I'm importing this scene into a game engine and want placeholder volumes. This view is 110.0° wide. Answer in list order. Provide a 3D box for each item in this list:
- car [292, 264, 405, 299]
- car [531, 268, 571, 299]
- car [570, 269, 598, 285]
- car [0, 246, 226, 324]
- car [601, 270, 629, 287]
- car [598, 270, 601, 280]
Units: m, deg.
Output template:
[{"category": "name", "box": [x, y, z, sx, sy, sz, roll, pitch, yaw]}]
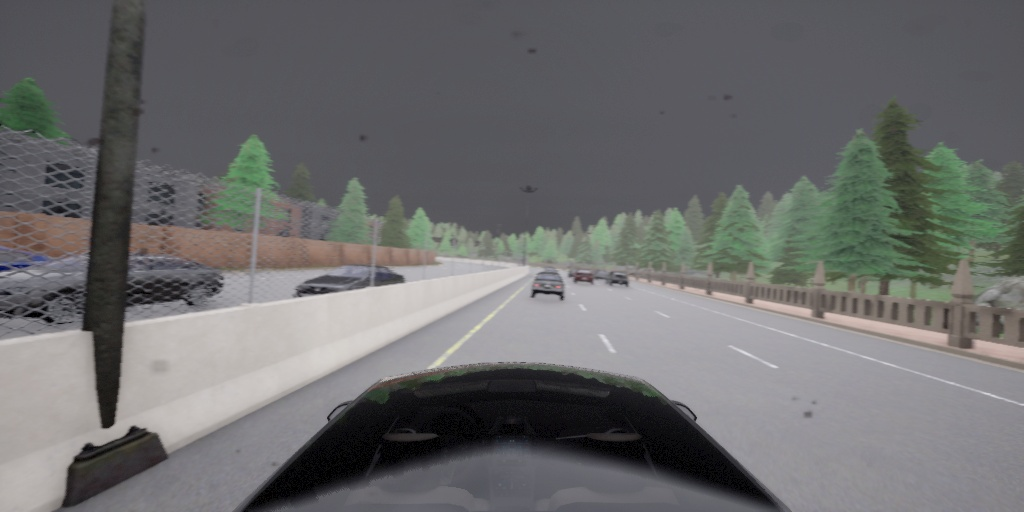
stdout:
[{"category": "car", "box": [-5.888, 1.025, 13.931, 2.033, 1.411, 5.357, 4, -1, 6]}, {"category": "car", "box": [2.120, 1.643, 21.048, 2.033, 1.411, 5.357, 4, -1, 6]}, {"category": "car", "box": [7.493, 2.116, 38.012, 1.882, 1.535, 5.008, 4, -1, 6]}, {"category": "car", "box": [-9.932, 0.643, 9.032, 2.128, 1.511, 4.902, 4, -1, 6]}, {"category": "car", "box": [10.971, 2.375, 37.705, 1.837, 1.490, 4.892, 4, -1, 6]}, {"category": "car", "box": [12.208, 2.639, 49.194, 1.994, 1.385, 4.181, 4, -1, 6]}]
